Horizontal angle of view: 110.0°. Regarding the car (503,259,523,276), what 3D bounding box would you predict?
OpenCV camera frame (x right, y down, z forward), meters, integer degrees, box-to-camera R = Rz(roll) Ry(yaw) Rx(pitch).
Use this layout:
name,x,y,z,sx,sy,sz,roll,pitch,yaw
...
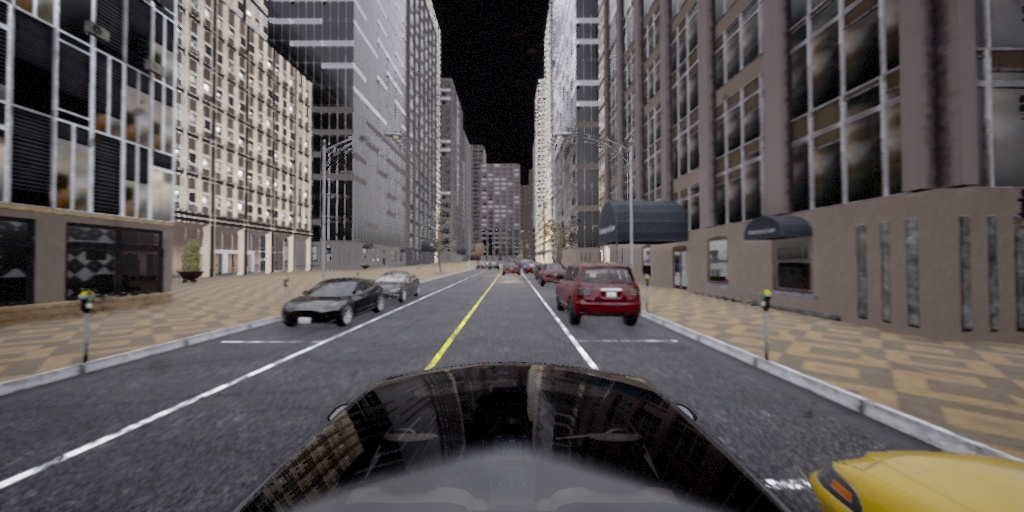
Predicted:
name,x,y,z,sx,sy,sz,roll,pitch,yaw
car,-0.060,1.468,43.832,2.097,1.767,4.553,0,-1,0

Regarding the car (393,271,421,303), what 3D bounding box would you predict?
name,x,y,z,sx,sy,sz,roll,pitch,yaw
car,-5.711,1.445,17.668,2.007,1.370,4.403,0,0,0

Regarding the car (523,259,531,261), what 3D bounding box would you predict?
name,x,y,z,sx,sy,sz,roll,pitch,yaw
car,2.608,1.587,51.573,1.967,1.591,4.097,0,0,0

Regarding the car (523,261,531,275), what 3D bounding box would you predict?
name,x,y,z,sx,sy,sz,roll,pitch,yaw
car,2.618,1.647,45.931,1.888,1.381,4.507,0,0,0

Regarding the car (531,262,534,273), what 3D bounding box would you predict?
name,x,y,z,sx,sy,sz,roll,pitch,yaw
car,3.092,1.514,34.395,1.837,1.490,4.892,0,0,0

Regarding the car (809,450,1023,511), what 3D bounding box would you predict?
name,x,y,z,sx,sy,sz,roll,pitch,yaw
car,2.664,1.255,0.135,1.751,1.417,4.829,0,0,0

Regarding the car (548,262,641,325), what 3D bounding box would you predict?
name,x,y,z,sx,sy,sz,roll,pitch,yaw
car,2.680,1.145,12.084,2.192,1.841,5.009,0,0,0

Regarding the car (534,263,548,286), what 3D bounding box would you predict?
name,x,y,z,sx,sy,sz,roll,pitch,yaw
car,3.072,1.306,27.367,2.097,1.767,4.553,0,0,0

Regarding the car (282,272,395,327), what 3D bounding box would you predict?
name,x,y,z,sx,sy,sz,roll,pitch,yaw
car,-5.700,1.414,12.026,1.948,1.339,4.313,0,0,0

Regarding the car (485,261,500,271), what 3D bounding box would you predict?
name,x,y,z,sx,sy,sz,roll,pitch,yaw
car,-3.137,1.723,62.336,1.882,1.535,5.008,0,0,0
